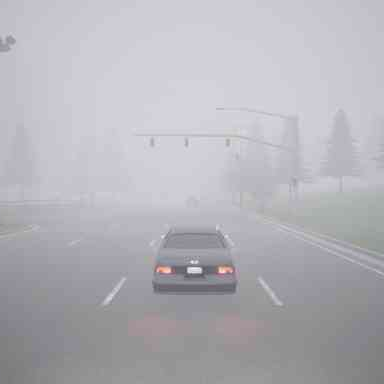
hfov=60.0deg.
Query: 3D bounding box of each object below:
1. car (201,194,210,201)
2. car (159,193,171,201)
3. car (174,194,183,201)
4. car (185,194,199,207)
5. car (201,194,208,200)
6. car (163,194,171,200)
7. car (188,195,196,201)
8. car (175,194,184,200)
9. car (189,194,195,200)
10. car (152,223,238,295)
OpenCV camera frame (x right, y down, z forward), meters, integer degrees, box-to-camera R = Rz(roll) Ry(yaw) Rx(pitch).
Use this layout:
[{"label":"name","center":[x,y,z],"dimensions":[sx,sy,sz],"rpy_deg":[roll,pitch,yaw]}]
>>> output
[{"label":"car","center":[3.502,1.492,83.570],"dimensions":[1.837,1.490,4.892],"rpy_deg":[0,0,0]},{"label":"car","center":[-6.998,1.217,83.601],"dimensions":[2.150,2.045,5.566],"rpy_deg":[0,0,0]},{"label":"car","center":[-3.498,1.516,83.987],"dimensions":[1.812,1.442,4.674],"rpy_deg":[0,0,0]},{"label":"car","center":[-0.001,1.352,52.927],"dimensions":[2.097,1.767,4.553],"rpy_deg":[0,0,0]},{"label":"car","center":[3.502,1.310,93.990],"dimensions":[1.882,1.535,5.008],"rpy_deg":[0,0,0]},{"label":"car","center":[-6.998,1.385,93.991],"dimensions":[1.994,1.385,4.181],"rpy_deg":[0,0,0]},{"label":"car","center":[0.002,1.531,83.570],"dimensions":[2.033,1.411,5.357],"rpy_deg":[0,0,0]},{"label":"car","center":[-3.498,1.357,93.990],"dimensions":[2.128,1.511,4.902],"rpy_deg":[0,0,0]},{"label":"car","center":[0.002,1.310,93.990],"dimensions":[1.882,1.535,5.008],"rpy_deg":[0,0,0]},{"label":"car","center":[0.067,1.547,8.888],"dimensions":[2.033,1.411,5.357],"rpy_deg":[0,0,0]}]
